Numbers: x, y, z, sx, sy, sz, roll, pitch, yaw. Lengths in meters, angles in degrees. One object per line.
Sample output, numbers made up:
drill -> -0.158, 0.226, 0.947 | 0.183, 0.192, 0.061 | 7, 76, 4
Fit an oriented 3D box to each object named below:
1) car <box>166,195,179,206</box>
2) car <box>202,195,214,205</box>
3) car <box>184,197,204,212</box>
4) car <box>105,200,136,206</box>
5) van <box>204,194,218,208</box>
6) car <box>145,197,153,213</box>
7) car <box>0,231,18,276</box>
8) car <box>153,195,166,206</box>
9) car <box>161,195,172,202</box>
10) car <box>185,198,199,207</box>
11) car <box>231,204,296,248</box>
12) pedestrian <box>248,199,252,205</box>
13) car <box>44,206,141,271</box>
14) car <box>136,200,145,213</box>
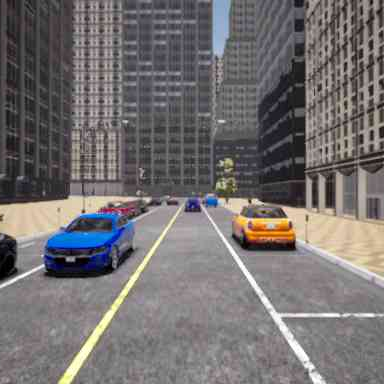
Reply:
car -> -3.051, 1.493, 52.952 | 1.895, 1.301, 4.718 | 0, 0, 0
car -> 2.723, 1.321, 58.358 | 1.967, 1.590, 4.097 | 1, 0, 0
car -> 0.092, 1.450, 38.065 | 1.812, 1.442, 4.674 | 0, 0, 0
car -> -5.671, 1.392, 24.515 | 1.967, 1.590, 4.097 | 1, 0, 0
van -> 2.720, 1.246, 47.075 | 1.690, 1.788, 3.998 | 1, 0, 0
car -> -5.668, 1.495, 35.800 | 1.947, 1.339, 4.313 | 1, 0, 0
car -> -5.679, 1.551, 7.586 | 1.947, 1.339, 4.313 | 1, 0, 0
car -> -5.661, 1.459, 52.728 | 1.947, 1.339, 4.313 | 1, 0, 0
car -> -5.781, 1.393, 75.297 | 2.008, 1.369, 4.403 | 1, 0, 0
car -> 0.024, 1.503, 48.704 | 1.895, 1.301, 4.718 | 0, 0, 0
car -> 3.006, 1.322, 14.813 | 2.097, 1.767, 4.553 | 0, 0, 0
pedestrian -> 3.008, 1.259, 17.628 | 0.375, 1.860, 0.375 | 1, 0, 0
car -> -3.097, 1.456, 10.991 | 1.882, 1.535, 5.008 | 0, 0, 0
car -> -5.670, 1.522, 30.158 | 1.802, 1.307, 4.206 | 1, 0, 0
